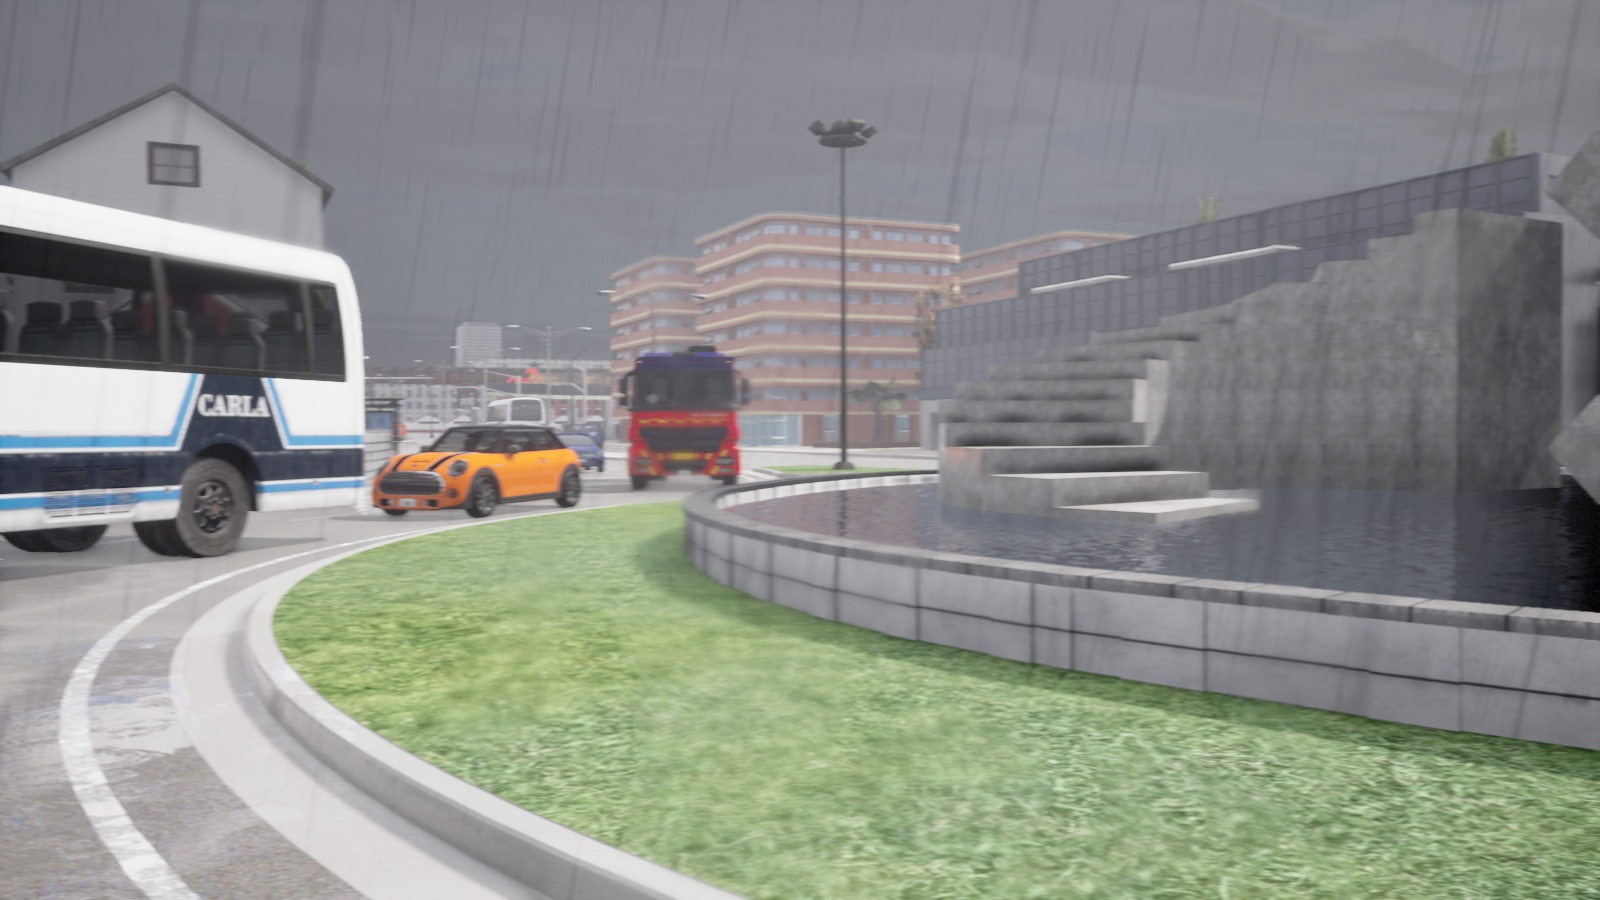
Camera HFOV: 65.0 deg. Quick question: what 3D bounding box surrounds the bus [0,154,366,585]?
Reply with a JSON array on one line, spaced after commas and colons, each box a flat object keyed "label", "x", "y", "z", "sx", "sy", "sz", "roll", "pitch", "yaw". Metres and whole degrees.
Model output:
[{"label": "bus", "x": -9.618, "y": -0.815, "z": 13.450, "sx": 3.944, "sy": 4.253, "sz": 10.273, "roll": 1, "pitch": 1, "yaw": 18}]

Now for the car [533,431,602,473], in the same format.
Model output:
[{"label": "car", "x": -8.606, "y": 0.032, "z": 46.225, "sx": 1.812, "sy": 1.442, "sz": 4.674, "roll": 0, "pitch": 1, "yaw": -19}]

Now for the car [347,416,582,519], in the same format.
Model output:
[{"label": "car", "x": -6.252, "y": 0.252, "z": 24.005, "sx": 2.097, "sy": 1.767, "sz": 4.553, "roll": 1, "pitch": 1, "yaw": 20}]

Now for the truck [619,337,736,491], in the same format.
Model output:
[{"label": "truck", "x": -3.376, "y": -0.959, "z": 35.572, "sx": 2.891, "sy": 3.827, "sz": 8.468, "roll": 0, "pitch": 1, "yaw": -4}]
